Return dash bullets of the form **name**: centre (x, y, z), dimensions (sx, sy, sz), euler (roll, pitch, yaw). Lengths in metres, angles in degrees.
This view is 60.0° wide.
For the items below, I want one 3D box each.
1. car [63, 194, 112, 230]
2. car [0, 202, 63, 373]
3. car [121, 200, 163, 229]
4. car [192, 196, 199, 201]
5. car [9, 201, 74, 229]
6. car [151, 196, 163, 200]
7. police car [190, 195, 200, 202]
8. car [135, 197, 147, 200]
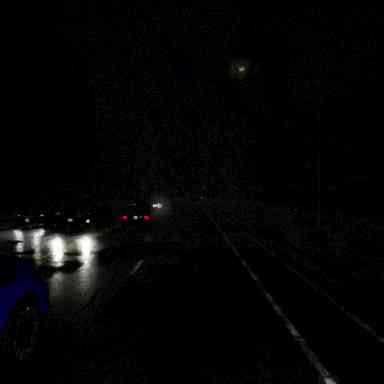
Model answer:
- **car**: centre (-6.598, 1.156, 20.771), dimensions (2.150, 2.045, 5.566), euler (0, 0, 0)
- **car**: centre (-3.153, 1.211, 2.458), dimensions (2.150, 2.045, 5.566), euler (0, 0, 0)
- **car**: centre (-3.150, 1.481, 21.134), dimensions (2.033, 1.411, 5.357), euler (0, 0, 0)
- **car**: centre (0.987, 1.758, 89.433), dimensions (1.812, 1.442, 4.674), euler (0, -1, 0)
- **car**: centre (-9.847, 1.422, 22.325), dimensions (2.128, 1.511, 4.902), euler (0, 0, 0)
- **car**: centre (-6.525, 1.516, 62.164), dimensions (2.128, 1.511, 4.902), euler (0, 0, 1)
- **police car**: centre (0.986, 1.576, 79.543), dimensions (1.930, 1.638, 5.238), euler (0, 0, 0)
- **car**: centre (-9.753, 1.579, 63.586), dimensions (2.033, 1.411, 5.357), euler (0, 0, 0)
